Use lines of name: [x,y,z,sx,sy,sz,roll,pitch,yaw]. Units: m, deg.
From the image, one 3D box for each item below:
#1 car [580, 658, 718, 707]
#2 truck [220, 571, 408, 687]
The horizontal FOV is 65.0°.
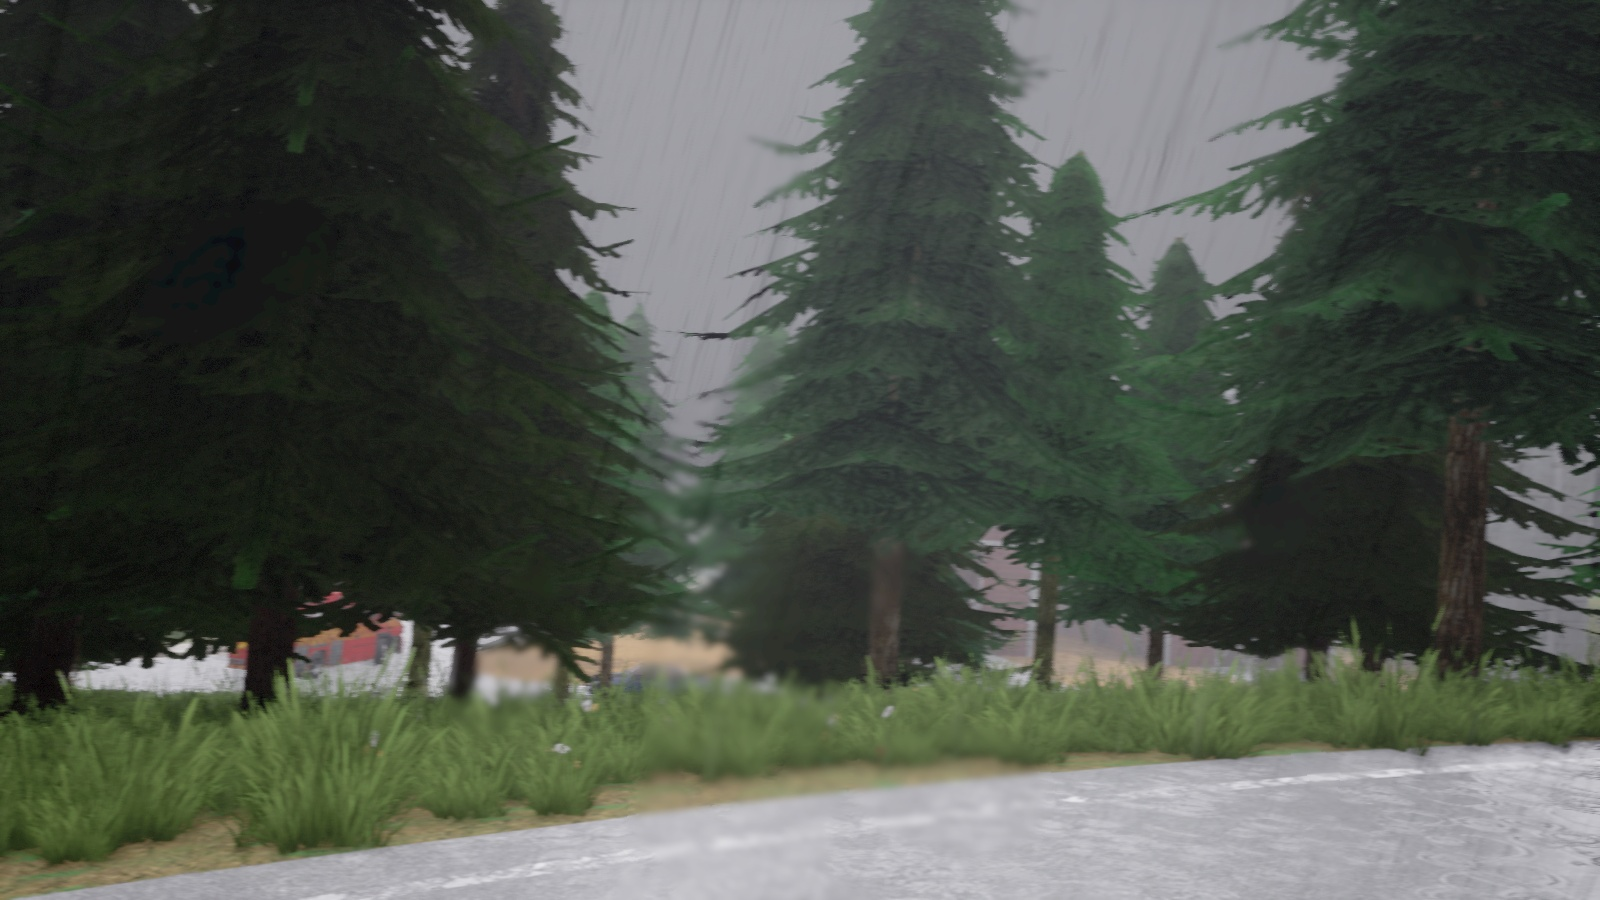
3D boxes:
car: [-6.113,9.436,50.930,5.357,1.411,2.033,4,-3,-8]
truck: [-19.958,7.249,52.365,2.891,3.827,8.468,4,-2,11]
